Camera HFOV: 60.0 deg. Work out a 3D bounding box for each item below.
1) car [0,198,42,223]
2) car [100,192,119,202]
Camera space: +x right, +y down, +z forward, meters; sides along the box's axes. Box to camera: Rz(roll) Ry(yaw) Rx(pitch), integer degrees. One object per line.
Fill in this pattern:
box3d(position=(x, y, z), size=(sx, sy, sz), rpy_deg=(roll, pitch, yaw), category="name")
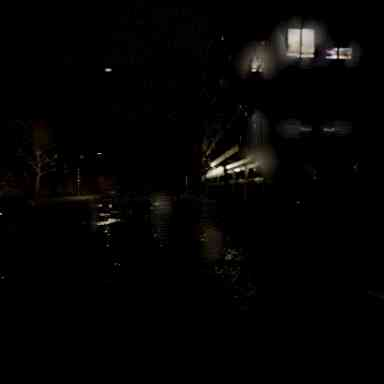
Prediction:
box3d(position=(-11.642, 1.113, 21.522), size=(2.033, 1.411, 5.357), rpy_deg=(1, 1, -1), category="car")
box3d(position=(-12.144, 0.695, 48.965), size=(1.895, 1.301, 4.718), rpy_deg=(1, 1, 0), category="car")
